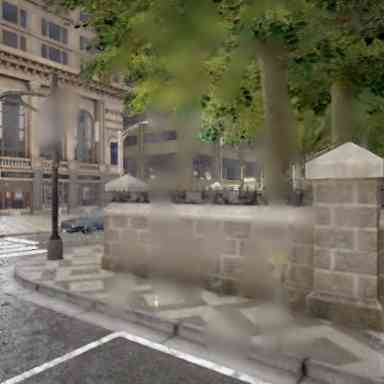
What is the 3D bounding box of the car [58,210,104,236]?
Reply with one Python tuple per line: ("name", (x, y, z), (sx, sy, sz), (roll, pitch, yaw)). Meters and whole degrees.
("car", (-5.715, 1.842, 21.037), (2.033, 1.411, 5.357), (0, -1, 35))
